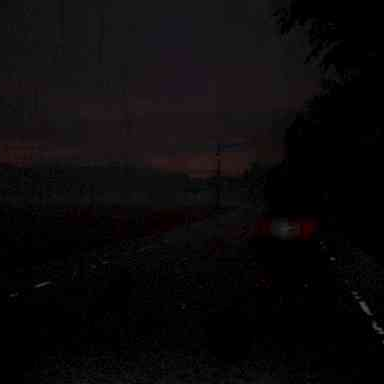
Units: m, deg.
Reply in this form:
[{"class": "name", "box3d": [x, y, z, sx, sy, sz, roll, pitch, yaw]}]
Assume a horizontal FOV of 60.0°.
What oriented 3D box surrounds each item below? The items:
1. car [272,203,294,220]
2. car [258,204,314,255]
[{"class": "car", "box3d": [9.760, 2.042, 35.846, 2.128, 1.511, 4.902, 2, 0, 14]}, {"class": "car", "box3d": [4.133, 1.524, 14.654, 2.097, 1.767, 4.553, 2, -1, 16]}]
